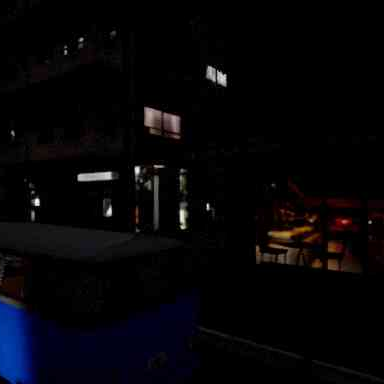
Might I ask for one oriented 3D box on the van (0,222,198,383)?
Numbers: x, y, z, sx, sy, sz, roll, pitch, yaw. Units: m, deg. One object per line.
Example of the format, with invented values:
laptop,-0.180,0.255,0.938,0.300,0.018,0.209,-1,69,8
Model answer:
van,-1.833,1.340,4.198,3.998,1.788,1.690,0,-1,36
